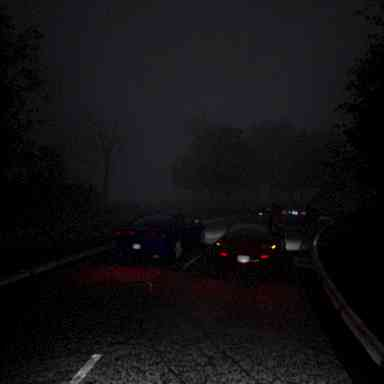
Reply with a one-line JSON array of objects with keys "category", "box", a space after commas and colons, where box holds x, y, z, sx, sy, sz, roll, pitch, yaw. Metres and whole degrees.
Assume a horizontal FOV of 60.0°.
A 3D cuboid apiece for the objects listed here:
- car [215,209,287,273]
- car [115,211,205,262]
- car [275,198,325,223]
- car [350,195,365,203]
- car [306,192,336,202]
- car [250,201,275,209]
[{"category": "car", "box": [1.969, 1.495, 10.602, 1.812, 1.442, 4.674, 0, 1, 17]}, {"category": "car", "box": [-0.915, 1.435, 12.235, 1.882, 1.535, 5.008, 0, 1, 17]}, {"category": "car", "box": [7.792, 1.380, 23.677, 2.033, 1.411, 5.357, 0, 0, 29]}, {"category": "car", "box": [34.776, 1.486, 68.211, 1.837, 1.490, 4.892, 0, 0, -21]}, {"category": "car", "box": [28.677, 1.248, 72.868, 2.150, 2.045, 5.566, 0, 0, -41]}, {"category": "car", "box": [6.496, 1.409, 27.961, 1.895, 1.301, 4.718, 0, 0, 30]}]
